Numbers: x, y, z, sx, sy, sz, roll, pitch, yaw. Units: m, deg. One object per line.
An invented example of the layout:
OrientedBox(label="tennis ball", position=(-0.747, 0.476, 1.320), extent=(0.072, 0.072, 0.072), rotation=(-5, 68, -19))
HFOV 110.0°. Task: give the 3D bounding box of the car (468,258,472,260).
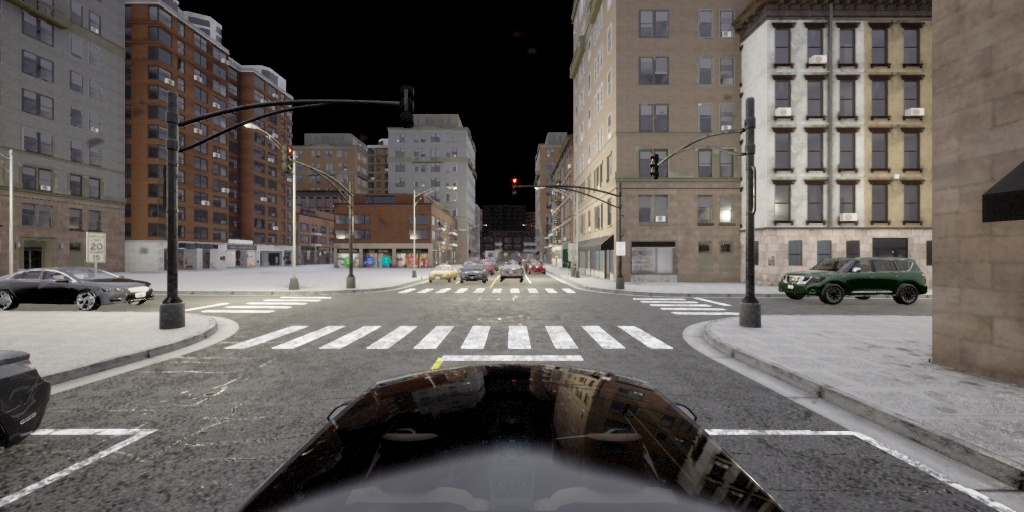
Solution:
OrientedBox(label="car", position=(-5.375, 1.302, 45.464), extent=(2.007, 1.370, 4.403), rotation=(0, 0, 0))

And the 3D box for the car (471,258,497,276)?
OrientedBox(label="car", position=(-2.841, 1.229, 37.527), extent=(1.882, 1.535, 5.008), rotation=(0, 0, 0))

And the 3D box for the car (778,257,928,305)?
OrientedBox(label="car", position=(15.348, 1.056, 16.285), extent=(5.566, 2.045, 2.150), rotation=(0, 0, -2))

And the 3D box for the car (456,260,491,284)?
OrientedBox(label="car", position=(-2.820, 1.255, 27.210), extent=(1.837, 1.490, 4.892), rotation=(0, 0, -1))

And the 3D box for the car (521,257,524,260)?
OrientedBox(label="car", position=(2.650, 1.066, 45.461), extent=(2.192, 1.841, 5.009), rotation=(0, 0, 0))

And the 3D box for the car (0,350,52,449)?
OrientedBox(label="car", position=(-5.388, 1.300, 1.633), extent=(2.007, 1.370, 4.403), rotation=(0, 0, 0))

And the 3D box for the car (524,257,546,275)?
OrientedBox(label="car", position=(2.648, 1.191, 39.799), extent=(1.967, 1.591, 4.097), rotation=(0, 0, 0))

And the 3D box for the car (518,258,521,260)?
OrientedBox(label="car", position=(0.111, 1.317, 59.092), extent=(1.994, 1.385, 4.181), rotation=(0, 0, 1))

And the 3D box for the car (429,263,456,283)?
OrientedBox(label="car", position=(-5.380, 1.276, 28.308), extent=(1.751, 1.417, 4.829), rotation=(0, 0, 0))

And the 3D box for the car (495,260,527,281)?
OrientedBox(label="car", position=(0.003, 1.298, 29.469), extent=(2.033, 1.411, 5.357), rotation=(0, 0, 1))

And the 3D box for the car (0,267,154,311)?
OrientedBox(label="car", position=(-16.223, 1.167, 13.290), extent=(4.902, 1.511, 2.128), rotation=(0, 0, 0))
